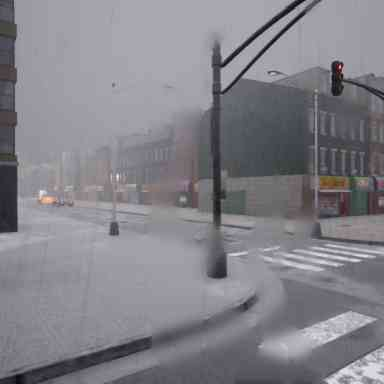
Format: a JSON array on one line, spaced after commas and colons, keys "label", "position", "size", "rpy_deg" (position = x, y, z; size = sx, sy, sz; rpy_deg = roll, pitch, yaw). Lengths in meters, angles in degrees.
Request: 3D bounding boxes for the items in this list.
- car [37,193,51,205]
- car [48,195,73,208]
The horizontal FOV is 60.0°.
[{"label": "car", "position": [-23.806, 1.163, 54.049], "size": [2.097, 1.767, 4.553], "rpy_deg": [0, 0, -34]}, {"label": "car", "position": [-17.958, 1.443, 45.901], "size": [1.895, 1.301, 4.718], "rpy_deg": [0, 0, -36]}]
